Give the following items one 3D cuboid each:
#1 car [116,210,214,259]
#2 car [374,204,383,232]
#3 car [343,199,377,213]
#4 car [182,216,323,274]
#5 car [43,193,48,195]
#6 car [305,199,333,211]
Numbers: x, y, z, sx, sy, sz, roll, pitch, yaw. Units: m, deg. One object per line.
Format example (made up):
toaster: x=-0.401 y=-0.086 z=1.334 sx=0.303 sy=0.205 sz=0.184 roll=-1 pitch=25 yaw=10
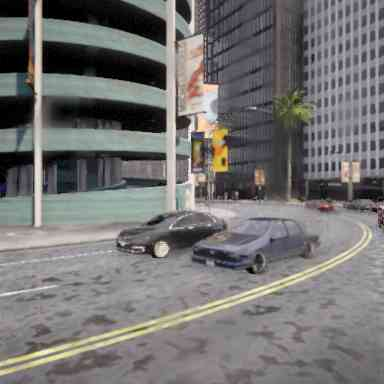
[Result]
car: x=-0.596 y=1.517 z=12.921 sx=4.892 sy=1.490 sz=1.837 roll=0 pitch=0 yaw=-44
car: x=11.968 y=1.594 z=19.263 sx=1.895 sy=1.301 sz=4.718 roll=0 pitch=0 yaw=24
car: x=19.151 y=1.542 z=37.656 sx=2.033 sy=1.411 sz=5.357 roll=0 pitch=0 yaw=-1
car: x=2.385 y=1.553 z=10.909 sx=5.357 sy=1.411 sz=2.033 roll=0 pitch=0 yaw=-45
car: x=-25.060 y=1.128 z=58.021 sx=2.435 sy=2.045 sz=5.566 roll=0 pitch=0 yaw=-35
car: x=15.378 y=1.568 z=40.513 sx=1.994 sy=1.385 sz=4.181 roll=0 pitch=0 yaw=-5
